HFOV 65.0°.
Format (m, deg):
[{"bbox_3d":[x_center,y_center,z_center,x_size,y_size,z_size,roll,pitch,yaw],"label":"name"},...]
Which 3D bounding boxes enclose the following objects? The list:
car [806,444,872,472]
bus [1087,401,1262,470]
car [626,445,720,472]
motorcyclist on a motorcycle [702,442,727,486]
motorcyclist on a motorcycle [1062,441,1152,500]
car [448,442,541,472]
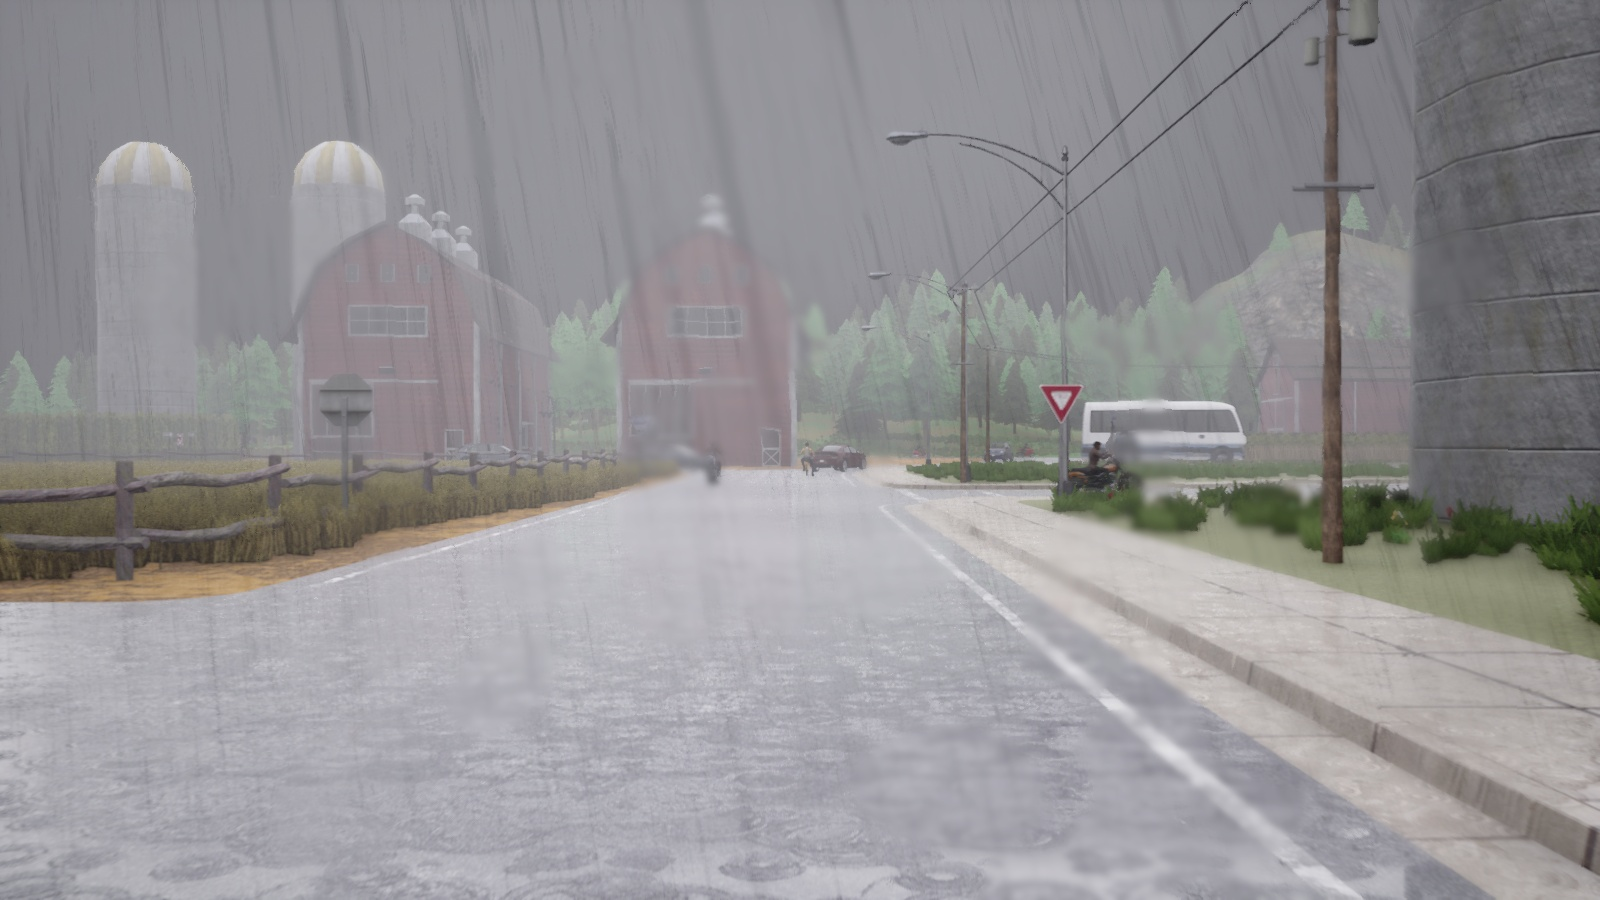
[{"bbox_3d":[2.235,0.430,70.633,1.882,1.535,5.008,0,0,25],"label":"car"},{"bbox_3d":[23.536,-0.917,79.595,10.273,4.253,3.944,0,1,11],"label":"bus"},{"bbox_3d":[-7.097,0.469,70.317,4.792,1.488,2.163,0,0,21],"label":"car"},{"bbox_3d":[-3.211,0.512,47.520,0.766,1.649,2.350,0,0,0],"label":"motorcyclist on a motorcycle"},{"bbox_3d":[8.670,0.568,35.475,2.350,1.649,0.766,0,1,-7],"label":"motorcyclist on a motorcycle"},{"bbox_3d":[-17.413,0.387,71.643,4.856,1.649,2.033,0,0,-3],"label":"car"}]
